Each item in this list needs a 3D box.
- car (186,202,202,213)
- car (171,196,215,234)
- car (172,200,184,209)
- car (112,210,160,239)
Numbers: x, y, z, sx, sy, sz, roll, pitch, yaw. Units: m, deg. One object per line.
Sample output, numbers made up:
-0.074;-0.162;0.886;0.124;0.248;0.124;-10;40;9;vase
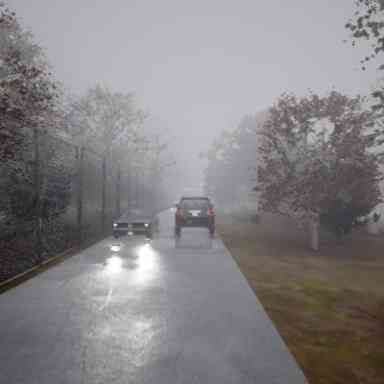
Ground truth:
0.263;1.940;42.768;1.895;1.301;4.718;0;-1;1;car
0.157;1.267;19.825;2.150;2.045;5.566;0;0;0;car
-2.501;2.145;58.930;1.812;1.442;4.674;0;-1;1;car
-2.816;1.613;17.480;1.895;1.301;4.718;0;0;0;car
